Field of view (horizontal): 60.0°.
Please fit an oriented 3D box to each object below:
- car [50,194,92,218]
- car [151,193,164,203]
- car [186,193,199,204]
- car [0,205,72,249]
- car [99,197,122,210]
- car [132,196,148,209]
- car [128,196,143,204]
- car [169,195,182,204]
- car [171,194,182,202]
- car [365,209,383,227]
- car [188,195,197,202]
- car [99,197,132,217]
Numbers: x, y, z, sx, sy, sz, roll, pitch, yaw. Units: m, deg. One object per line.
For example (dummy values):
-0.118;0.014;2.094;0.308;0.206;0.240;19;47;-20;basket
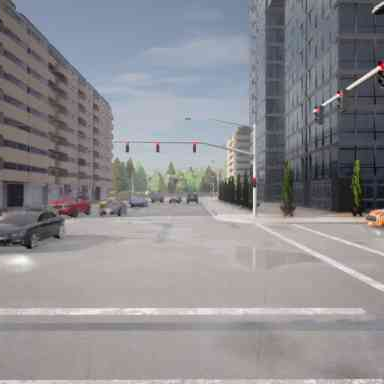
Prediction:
-11.062;1.221;30.576;2.150;2.045;5.566;0;0;3;car
-6.972;1.221;68.262;2.150;2.045;5.566;0;0;1;car
0.078;1.221;63.904;2.150;2.045;5.566;0;0;1;car
-7.206;1.530;14.707;1.837;1.490;4.892;0;0;-1;car
-10.859;1.477;44.652;1.882;1.535;5.008;0;0;1;car
-7.340;1.478;46.208;1.882;1.535;5.008;0;1;1;car
-10.585;1.525;62.634;1.812;1.442;4.674;0;0;1;car
-3.416;1.525;64.323;1.812;1.442;4.674;0;0;1;car
-3.391;1.355;74.340;2.097;1.767;4.553;0;0;1;car
13.584;1.407;21.176;4.553;1.767;2.097;0;0;0;car
0.116;1.500;74.616;1.837;1.490;4.892;0;0;1;car
-7.317;1.491;31.128;2.128;1.511;4.902;0;0;-2;car
